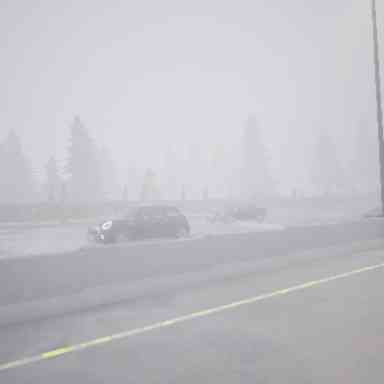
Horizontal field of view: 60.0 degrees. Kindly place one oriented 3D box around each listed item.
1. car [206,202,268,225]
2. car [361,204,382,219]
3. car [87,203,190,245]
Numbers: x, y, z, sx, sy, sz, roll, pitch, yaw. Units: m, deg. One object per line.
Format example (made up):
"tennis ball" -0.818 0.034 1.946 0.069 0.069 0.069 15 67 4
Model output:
"car" 3.215 1.446 23.472 4.902 1.511 2.128 0 0 -35
"car" 13.332 1.477 22.094 5.357 1.411 2.033 0 0 -35
"car" -2.367 1.337 15.195 4.553 1.767 2.097 0 0 -35
